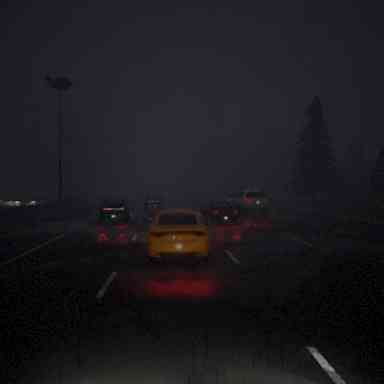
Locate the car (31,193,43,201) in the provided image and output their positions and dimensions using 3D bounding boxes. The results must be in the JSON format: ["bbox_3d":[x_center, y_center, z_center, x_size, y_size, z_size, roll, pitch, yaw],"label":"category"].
[{"bbox_3d":[-28.096,0.866,60.479,2.128,1.511,4.902,0,1,-24],"label":"car"}]

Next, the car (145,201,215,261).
[{"bbox_3d":[-0.551,1.333,11.808,1.882,1.535,5.008,0,1,-4],"label":"car"}]

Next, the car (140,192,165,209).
[{"bbox_3d":[-4.098,1.085,34.412,2.128,1.511,4.902,0,1,-13],"label":"car"}]

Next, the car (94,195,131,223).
[{"bbox_3d":[-5.274,1.229,22.827,2.128,1.511,4.902,0,1,-10],"label":"car"}]

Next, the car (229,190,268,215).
[{"bbox_3d":[4.532,0.855,28.222,2.150,2.045,5.566,0,0,-11],"label":"car"}]

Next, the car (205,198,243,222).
[{"bbox_3d":[1.767,1.309,23.168,1.895,1.301,4.718,0,1,-9],"label":"car"}]

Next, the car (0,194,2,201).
[{"bbox_3d":[-37.203,0.719,62.976,2.097,1.767,4.553,-1,1,-29],"label":"car"}]

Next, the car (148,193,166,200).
[{"bbox_3d":[-6.966,0.821,65.709,1.895,1.301,4.718,-1,1,-26],"label":"car"}]

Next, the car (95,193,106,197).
[{"bbox_3d":[-16.608,0.840,60.997,1.812,1.442,4.674,0,0,-25],"label":"car"}]

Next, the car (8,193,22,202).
[{"bbox_3d":[-31.063,0.903,58.553,2.128,1.511,4.902,0,1,-24],"label":"car"}]
